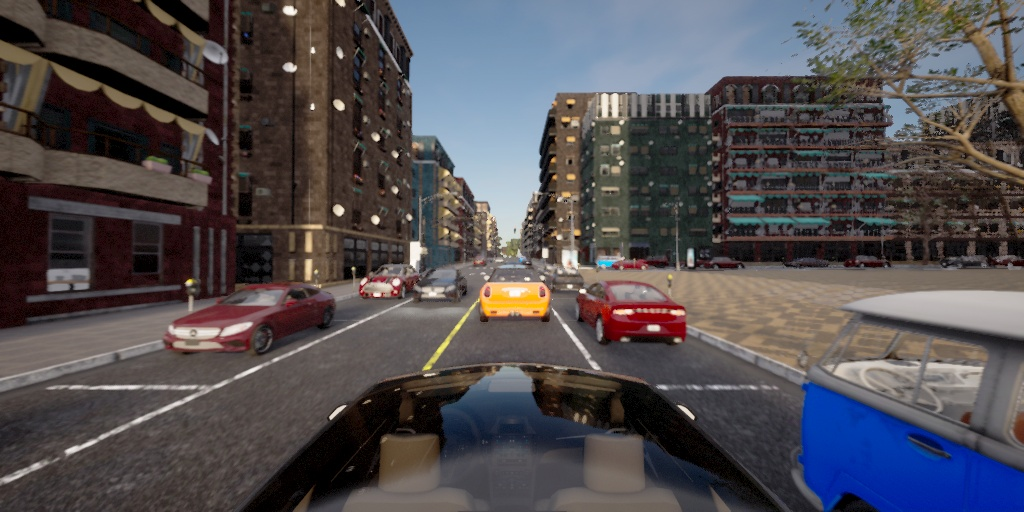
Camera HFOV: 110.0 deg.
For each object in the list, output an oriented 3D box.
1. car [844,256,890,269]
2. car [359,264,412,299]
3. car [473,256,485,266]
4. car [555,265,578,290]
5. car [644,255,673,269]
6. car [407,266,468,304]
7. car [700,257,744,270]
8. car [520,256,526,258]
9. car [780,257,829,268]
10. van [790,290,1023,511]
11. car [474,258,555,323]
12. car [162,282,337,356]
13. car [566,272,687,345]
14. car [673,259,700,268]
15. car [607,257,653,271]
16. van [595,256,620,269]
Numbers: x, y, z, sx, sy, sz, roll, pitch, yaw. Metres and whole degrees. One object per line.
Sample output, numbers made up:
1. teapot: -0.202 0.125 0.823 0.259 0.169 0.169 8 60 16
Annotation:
1. car: 41.333 0.687 41.706 4.097 1.591 1.967 0 0 0
2. car: -5.824 1.144 17.461 1.967 1.591 4.097 0 0 0
3. car: -5.706 0.891 63.499 2.192 1.841 5.009 0 0 0
4. car: 2.815 1.249 19.699 2.007 1.370 4.403 0 0 0
5. car: 19.284 0.827 50.239 5.009 1.841 2.192 0 0 0
6. car: -3.100 1.233 16.343 1.812 1.442 4.674 0 0 0
7. car: 24.752 0.812 41.821 4.097 1.591 1.967 0 0 0
8. car: 2.674 1.142 63.461 1.948 1.339 4.313 0 0 0
9. car: 38.704 0.882 47.482 5.357 1.411 2.033 0 -1 1
10. van: 2.718 1.093 0.807 1.690 1.789 3.998 0 0 0
11. car: 0.083 1.071 12.193 2.097 1.767 4.553 0 0 0
12. car: -5.771 1.312 8.556 1.802 1.307 4.207 0 0 0
13. car: 2.772 1.273 9.268 1.888 1.381 4.507 0 0 0
14. car: 24.812 1.015 50.201 4.507 1.381 1.888 0 0 0
15. car: 13.697 1.039 41.897 4.207 1.307 1.802 0 0 0
16. van: 13.757 0.895 50.278 3.998 1.789 1.690 0 0 0
